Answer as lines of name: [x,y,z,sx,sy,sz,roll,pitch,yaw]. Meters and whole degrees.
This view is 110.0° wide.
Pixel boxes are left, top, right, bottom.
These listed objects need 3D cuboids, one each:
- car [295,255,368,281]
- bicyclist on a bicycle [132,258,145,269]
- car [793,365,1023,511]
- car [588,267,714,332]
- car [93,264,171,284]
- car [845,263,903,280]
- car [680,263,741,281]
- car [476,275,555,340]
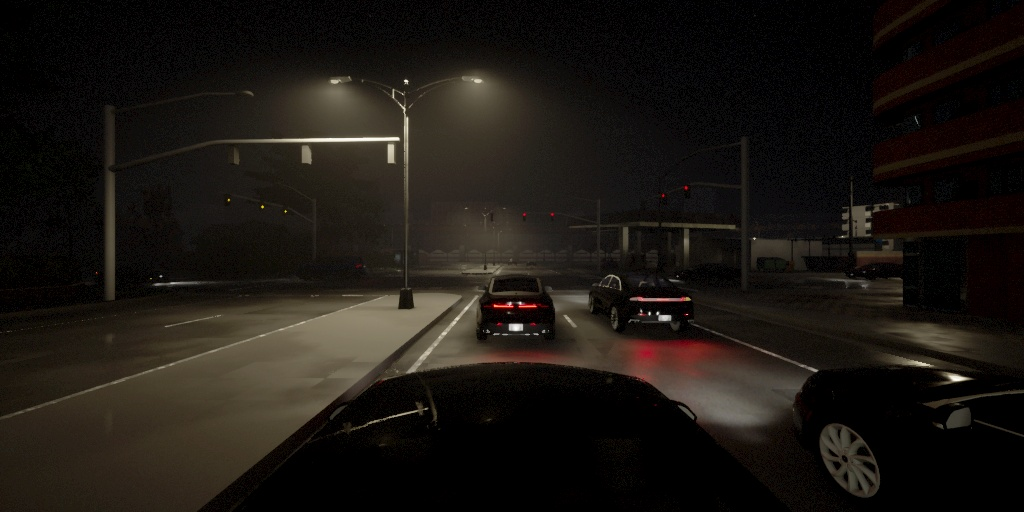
car: [-15.010,0.971,30.031,5.566,2.045,2.150,0,0,0]
bicyclist on a bicycle: [-38.217,1.053,36.720,0.582,1.620,1.656,0,0,0]
car: [3.600,1.255,1.425,1.837,1.490,4.892,0,0,0]
car: [3.605,1.242,10.833,2.128,1.511,4.902,0,0,0]
car: [-27.753,1.314,26.298,4.181,1.385,1.994,0,0,0]
car: [30.763,1.276,30.022,4.674,1.442,1.812,0,0,-1]
car: [16.413,1.297,29.820,5.357,1.411,2.033,0,0,-1]
car: [0.098,1.255,9.979,1.837,1.490,4.892,0,0,0]
